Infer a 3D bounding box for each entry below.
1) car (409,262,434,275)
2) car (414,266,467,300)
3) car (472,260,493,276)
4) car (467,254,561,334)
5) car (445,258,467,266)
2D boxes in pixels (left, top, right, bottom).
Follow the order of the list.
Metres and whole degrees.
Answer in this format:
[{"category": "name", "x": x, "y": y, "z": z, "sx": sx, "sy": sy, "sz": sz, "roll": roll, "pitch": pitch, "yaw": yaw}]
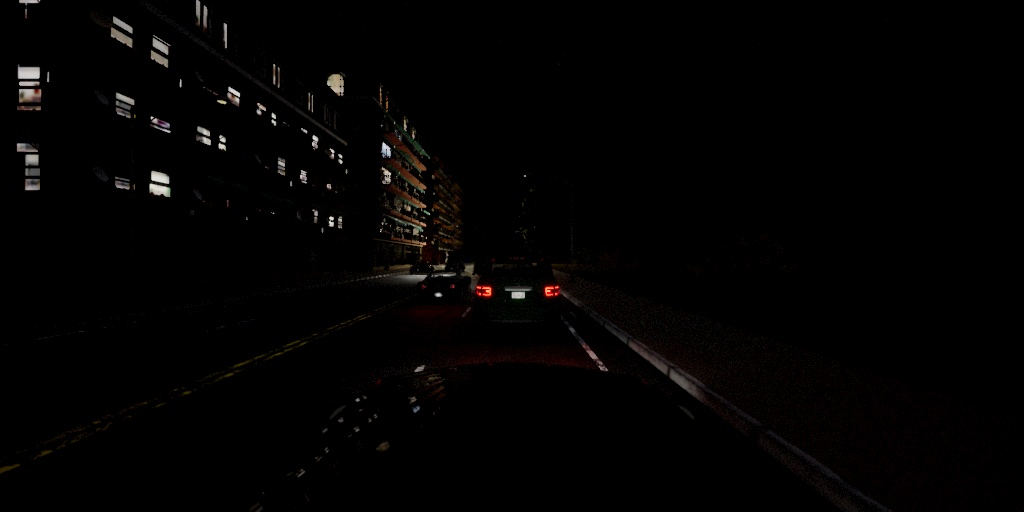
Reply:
[{"category": "car", "x": -9.840, "y": 1.318, "z": 39.424, "sx": 1.994, "sy": 1.385, "sz": 4.181, "roll": 0, "pitch": 0, "yaw": 0}, {"category": "car", "x": -3.149, "y": 1.353, "z": 17.613, "sx": 1.895, "sy": 1.301, "sz": 4.718, "roll": 0, "pitch": 0, "yaw": 0}, {"category": "car", "x": -3.138, "y": 1.261, "z": 39.028, "sx": 1.837, "sy": 1.490, "sz": 4.892, "roll": 0, "pitch": 1, "yaw": 0}, {"category": "car", "x": 0.104, "y": 0.973, "z": 10.742, "sx": 2.150, "sy": 2.045, "sz": 5.566, "roll": 0, "pitch": 0, "yaw": -1}, {"category": "car", "x": -6.589, "y": 1.245, "z": 41.493, "sx": 2.128, "sy": 1.511, "sz": 4.902, "roll": 0, "pitch": 0, "yaw": 0}]
